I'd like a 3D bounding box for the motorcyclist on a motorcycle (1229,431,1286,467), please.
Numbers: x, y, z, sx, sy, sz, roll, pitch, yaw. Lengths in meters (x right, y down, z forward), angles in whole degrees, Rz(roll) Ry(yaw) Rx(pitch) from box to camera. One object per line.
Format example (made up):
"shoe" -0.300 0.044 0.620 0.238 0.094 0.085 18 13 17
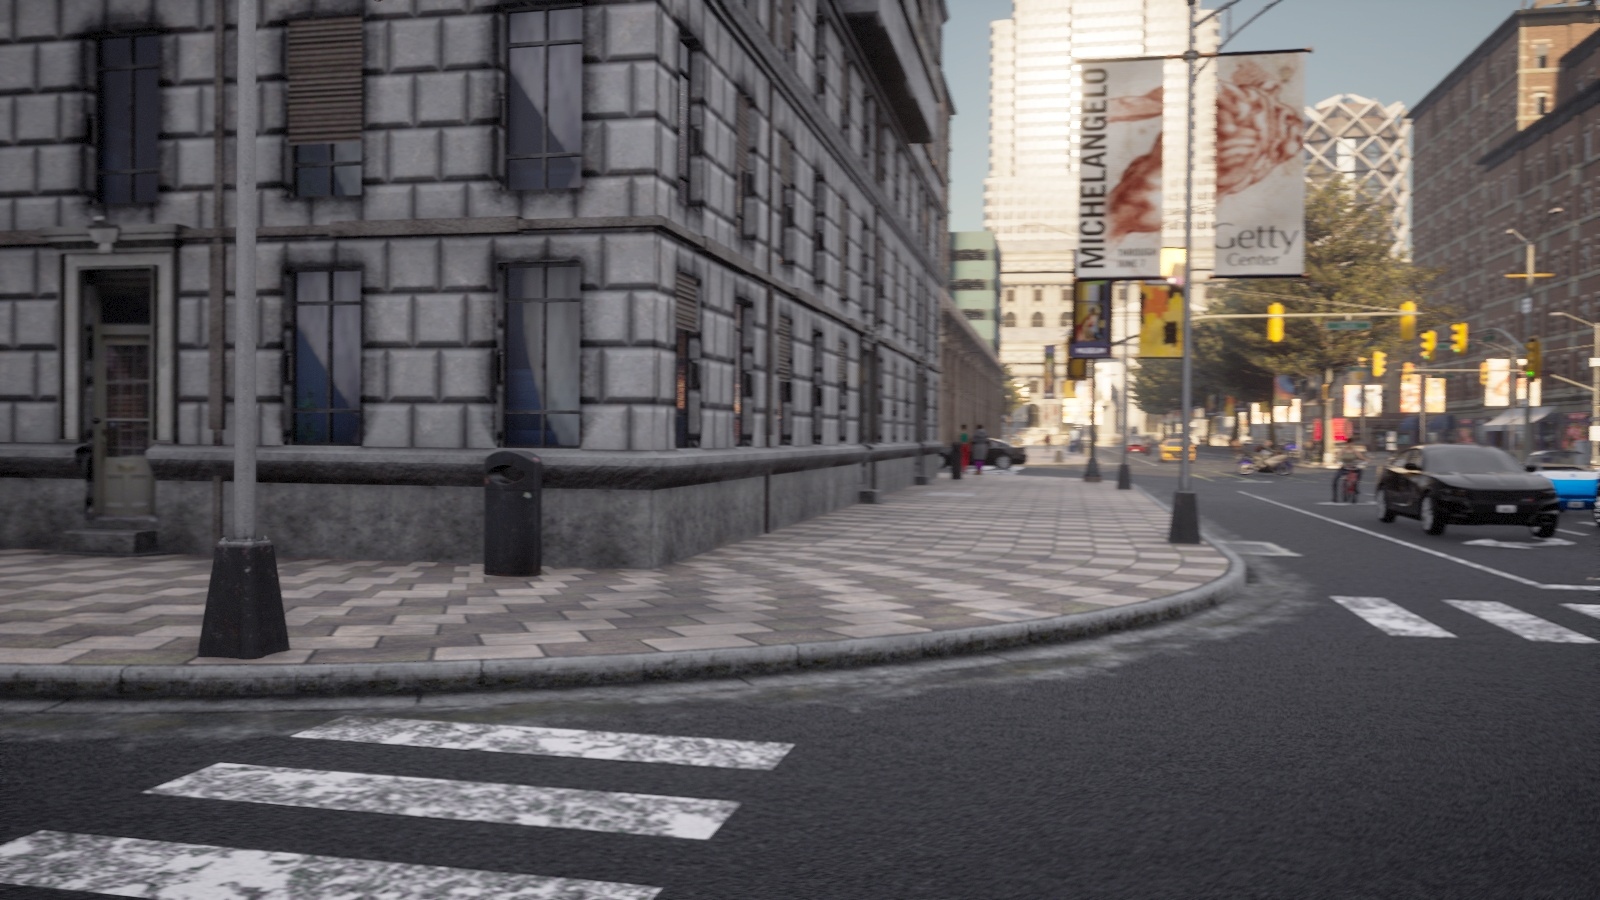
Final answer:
"motorcyclist on a motorcycle" 19.473 -0.046 53.474 2.191 1.530 0.866 -1 1 11

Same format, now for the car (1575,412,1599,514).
"car" 14.685 0.234 20.408 2.097 1.767 4.553 -1 1 12

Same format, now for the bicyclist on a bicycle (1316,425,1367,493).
"bicyclist on a bicycle" 13.213 0.206 30.683 0.866 1.612 1.509 -1 1 12

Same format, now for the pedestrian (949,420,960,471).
"pedestrian" 5.706 -0.170 46.258 0.345 1.836 0.594 -1 1 11

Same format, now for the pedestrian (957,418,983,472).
"pedestrian" 6.234 -0.173 45.963 0.659 1.952 0.873 -1 1 -13

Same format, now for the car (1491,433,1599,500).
"car" 16.031 0.335 26.996 1.481 1.376 2.207 -1 0 12

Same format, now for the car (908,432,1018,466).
"car" 7.739 -0.032 59.386 5.008 1.535 1.882 -1 1 12

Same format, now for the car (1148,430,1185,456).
"car" 23.252 -0.467 79.757 1.882 1.535 5.008 -1 1 12

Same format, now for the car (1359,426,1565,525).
"car" 11.477 0.371 22.187 1.882 1.535 5.008 -1 1 12
